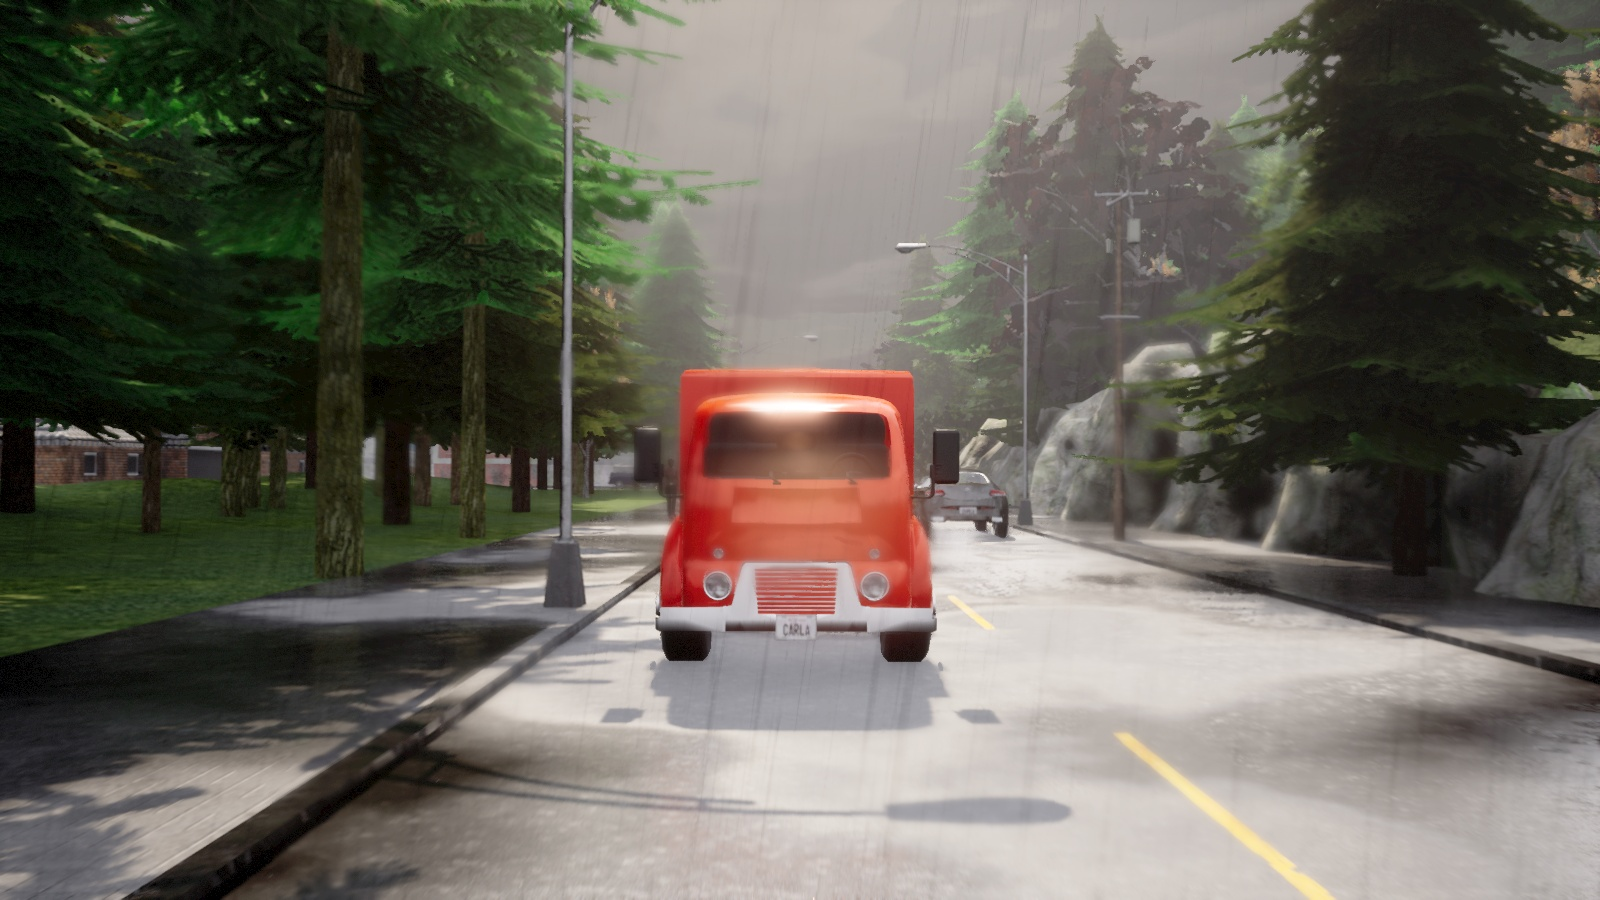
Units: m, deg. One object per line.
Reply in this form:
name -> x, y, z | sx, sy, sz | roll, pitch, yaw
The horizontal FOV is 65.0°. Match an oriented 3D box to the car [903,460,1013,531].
car -> 3.924, 1.114, 32.009 | 2.152, 1.651, 5.027 | 0, -1, 0

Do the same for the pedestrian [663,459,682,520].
pedestrian -> -3.840, 1.172, 37.761 | 0.328, 1.805, 0.869 | 0, -1, -24

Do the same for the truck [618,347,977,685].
truck -> -0.030, 0.527, 11.826 | 2.627, 2.467, 5.204 | 0, -1, 0
